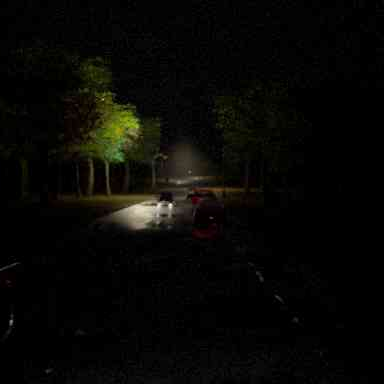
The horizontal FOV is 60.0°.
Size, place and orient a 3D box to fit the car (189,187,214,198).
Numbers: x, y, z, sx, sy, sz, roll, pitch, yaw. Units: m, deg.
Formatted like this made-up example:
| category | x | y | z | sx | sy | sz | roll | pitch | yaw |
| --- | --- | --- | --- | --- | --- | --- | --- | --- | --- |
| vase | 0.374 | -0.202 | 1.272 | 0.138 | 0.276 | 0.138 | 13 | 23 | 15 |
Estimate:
| category | x | y | z | sx | sy | sz | roll | pitch | yaw |
| --- | --- | --- | --- | --- | --- | --- | --- | --- | --- |
| car | 1.047 | 0.761 | 30.600 | 2.150 | 2.045 | 5.566 | 0 | 1 | 0 |

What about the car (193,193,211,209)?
| category | x | y | z | sx | sy | sz | roll | pitch | yaw |
| --- | --- | --- | --- | --- | --- | --- | --- | --- | --- |
| car | 1.046 | 0.908 | 36.577 | 1.837 | 1.490 | 4.892 | 0 | 1 | 0 |

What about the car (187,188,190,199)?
| category | x | y | z | sx | sy | sz | roll | pitch | yaw |
| --- | --- | --- | --- | --- | --- | --- | --- | --- | --- |
| car | 0.003 | 0.446 | 56.342 | 2.033 | 1.411 | 5.357 | 0 | 2 | 0 |

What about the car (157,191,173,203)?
| category | x | y | z | sx | sy | sz | roll | pitch | yaw |
| --- | --- | --- | --- | --- | --- | --- | --- | --- | --- |
| car | -3.568 | 0.706 | 44.944 | 1.837 | 1.490 | 4.892 | 0 | 1 | 0 |

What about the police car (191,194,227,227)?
| category | x | y | z | sx | sy | sz | roll | pitch | yaw |
| --- | --- | --- | --- | --- | --- | --- | --- | --- | --- |
| police car | 1.047 | 1.154 | 20.689 | 1.930 | 1.638 | 5.238 | 0 | 1 | 0 |

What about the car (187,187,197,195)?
| category | x | y | z | sx | sy | sz | roll | pitch | yaw |
| --- | --- | --- | --- | --- | --- | --- | --- | --- | --- |
| car | -0.007 | -0.279 | 72.038 | 2.033 | 1.411 | 5.357 | 0 | 3 | 0 |

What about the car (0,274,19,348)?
| category | x | y | z | sx | sy | sz | roll | pitch | yaw |
| --- | --- | --- | --- | --- | --- | --- | --- | --- | --- |
| car | -3.599 | 1.529 | 3.317 | 1.994 | 1.385 | 4.181 | 0 | 1 | 0 |
